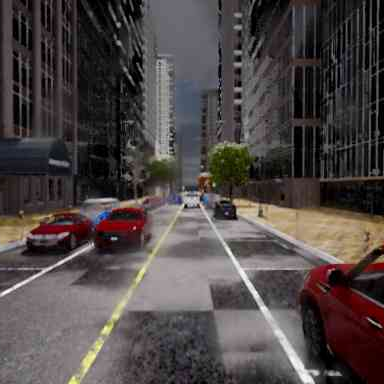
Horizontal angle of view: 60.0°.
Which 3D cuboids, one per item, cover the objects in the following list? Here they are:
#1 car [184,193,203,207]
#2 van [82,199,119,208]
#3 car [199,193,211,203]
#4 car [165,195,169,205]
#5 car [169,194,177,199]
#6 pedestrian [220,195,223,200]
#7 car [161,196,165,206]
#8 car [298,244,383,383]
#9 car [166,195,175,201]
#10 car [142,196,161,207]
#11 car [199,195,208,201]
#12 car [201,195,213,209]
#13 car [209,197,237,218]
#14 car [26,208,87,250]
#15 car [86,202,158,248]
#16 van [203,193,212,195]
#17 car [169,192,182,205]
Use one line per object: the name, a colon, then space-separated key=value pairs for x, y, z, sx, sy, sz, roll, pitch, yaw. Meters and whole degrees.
car: x=0.040 y=1.101 z=47.525 sx=2.150 sy=2.045 sz=5.566 roll=0 pitch=0 yaw=1
van: x=-5.329 y=1.289 z=19.683 sx=1.690 sy=1.788 sz=3.998 roll=-1 pitch=0 yaw=0
car: x=2.548 y=1.156 z=64.903 sx=2.192 sy=1.841 sz=5.009 roll=-1 pitch=0 yaw=0
car: x=-5.330 y=1.306 z=53.575 sx=1.967 sy=1.590 sz=4.097 roll=-1 pitch=0 yaw=0
car: x=-5.330 y=1.324 z=93.115 sx=1.887 sy=1.381 sz=4.507 roll=-1 pitch=0 yaw=0
pedestrian: x=2.749 y=1.212 z=31.629 sx=0.375 sy=1.860 sz=0.375 roll=-1 pitch=1 yaw=0
car: x=-5.330 y=1.424 z=47.927 sx=1.887 sy=1.381 sz=4.507 roll=-1 pitch=0 yaw=0
car: x=2.518 y=1.308 z=2.767 sx=2.192 sy=1.841 sz=5.009 roll=-1 pitch=0 yaw=0
car: x=-5.329 y=1.354 z=81.818 sx=2.008 sy=1.369 sz=4.403 roll=-1 pitch=0 yaw=0
car: x=-5.327 y=1.474 z=42.278 sx=1.802 sy=1.307 sz=4.206 roll=-1 pitch=0 yaw=0
car: x=2.551 y=1.361 z=76.201 sx=1.887 sy=1.381 sz=4.507 roll=-1 pitch=0 yaw=0
car: x=2.553 y=1.444 z=42.309 sx=2.008 sy=1.369 sz=4.403 roll=-1 pitch=0 yaw=0
car: x=2.749 y=1.431 z=28.695 sx=1.837 sy=1.490 sz=4.892 roll=0 pitch=0 yaw=0
car: x=-5.326 y=1.545 z=14.035 sx=1.802 sy=1.307 sz=4.206 roll=-1 pitch=0 yaw=0
car: x=-2.851 y=1.439 z=14.694 sx=1.882 sy=1.535 sz=5.008 roll=0 pitch=0 yaw=0
van: x=2.549 y=1.208 z=53.606 sx=1.690 sy=1.788 sz=3.998 roll=-1 pitch=0 yaw=0
car: x=-2.818 y=1.084 z=55.211 sx=2.150 sy=2.045 sz=5.566 roll=0 pitch=0 yaw=0
